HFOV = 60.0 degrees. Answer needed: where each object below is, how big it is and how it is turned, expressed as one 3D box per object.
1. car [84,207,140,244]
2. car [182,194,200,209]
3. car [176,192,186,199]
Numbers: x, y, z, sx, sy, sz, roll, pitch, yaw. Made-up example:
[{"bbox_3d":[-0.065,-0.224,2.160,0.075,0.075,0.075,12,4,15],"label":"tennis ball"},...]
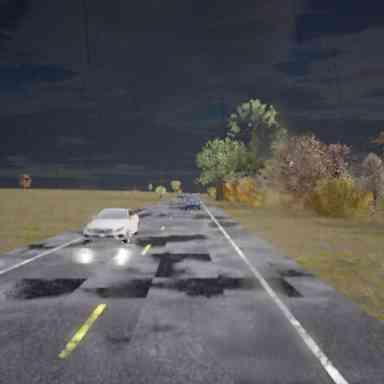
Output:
[{"bbox_3d":[-3.597,1.465,15.684,1.812,1.442,4.674,0,0,0],"label":"car"},{"bbox_3d":[0.106,1.387,42.832,2.033,1.411,5.357,0,0,0],"label":"car"},{"bbox_3d":[-3.487,1.197,95.441,2.033,1.411,5.357,0,0,0],"label":"car"}]
